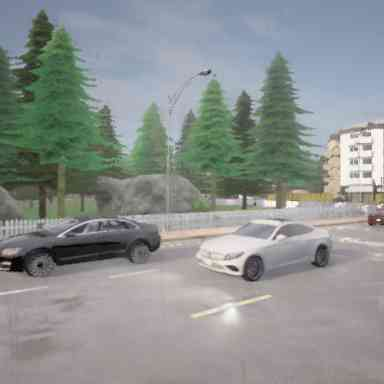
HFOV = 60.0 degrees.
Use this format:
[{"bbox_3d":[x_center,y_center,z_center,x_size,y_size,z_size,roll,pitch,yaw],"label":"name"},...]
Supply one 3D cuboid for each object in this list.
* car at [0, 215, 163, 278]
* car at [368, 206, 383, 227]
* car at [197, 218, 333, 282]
[{"bbox_3d":[-3.266,1.493,10.257,4.902,1.511,2.128,0,0,-36],"label":"car"},{"bbox_3d":[13.754,1.523,22.310,5.008,1.535,1.882,0,0,-35],"label":"car"},{"bbox_3d":[2.335,1.539,9.934,4.674,1.442,1.812,0,0,-35],"label":"car"}]
